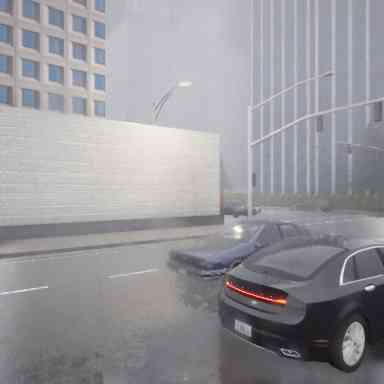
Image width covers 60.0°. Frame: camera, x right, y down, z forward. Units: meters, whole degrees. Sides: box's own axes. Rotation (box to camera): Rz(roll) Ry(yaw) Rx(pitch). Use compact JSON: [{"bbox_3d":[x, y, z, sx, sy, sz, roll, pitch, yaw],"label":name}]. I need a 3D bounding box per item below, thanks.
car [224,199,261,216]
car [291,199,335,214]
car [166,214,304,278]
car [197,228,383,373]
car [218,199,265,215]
[{"bbox_3d":[3.593,1.603,31.559,2.033,1.411,5.357,0,0,-36],"label":"car"},{"bbox_3d":[13.285,1.560,36.866,1.837,1.490,4.892,-1,0,-39],"label":"car"},{"bbox_3d":[1.935,1.547,9.668,5.357,1.411,2.033,0,0,-35],"label":"car"},{"bbox_3d":[2.640,1.505,5.680,4.892,1.490,1.837,0,0,-35],"label":"car"},{"bbox_3d":[5.157,1.547,35.390,2.128,1.511,4.902,0,0,-36],"label":"car"}]
